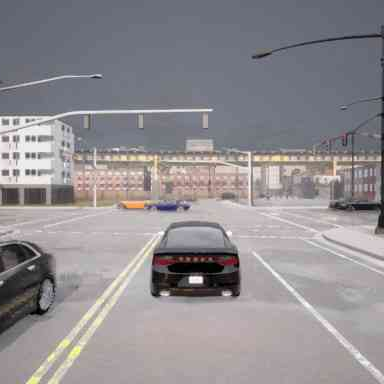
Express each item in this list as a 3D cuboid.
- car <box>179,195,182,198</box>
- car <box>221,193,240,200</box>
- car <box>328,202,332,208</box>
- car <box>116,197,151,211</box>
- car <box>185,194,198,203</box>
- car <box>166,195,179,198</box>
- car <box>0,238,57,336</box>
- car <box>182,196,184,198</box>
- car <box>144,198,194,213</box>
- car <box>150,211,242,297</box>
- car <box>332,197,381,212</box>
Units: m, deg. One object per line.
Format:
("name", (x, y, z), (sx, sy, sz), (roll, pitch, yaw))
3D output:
("car", (-3.545, 1.478, 64.061), (1.882, 1.535, 5.008), (0, 0, 1))
("car", (10.709, 1.225, 91.883), (5.566, 2.045, 2.150), (0, 0, -29))
("car", (18.531, 1.347, 38.943), (4.902, 1.511, 2.128), (-1, 0, 1))
("car", (-6.750, 1.343, 40.001), (4.553, 1.767, 2.097), (0, -1, 3))
("car", (0.106, 1.352, 69.218), (2.097, 1.767, 4.553), (0, 0, 0))
("car", (-3.569, 1.505, 54.848), (1.837, 1.490, 4.892), (0, 0, 0))
("car", (-3.585, 1.505, 4.732), (1.837, 1.490, 4.892), (0, 0, 0))
("car", (-3.478, 1.355, 74.114), (2.097, 1.767, 4.553), (0, 0, 2))
("car", (-2.482, 1.571, 36.261), (4.718, 1.301, 1.895), (0, 0, 4))
("car", (0.082, 1.478, 8.636), (1.882, 1.535, 5.008), (0, 0, 0))
("car", (17.720, 1.426, 35.457), (4.181, 1.385, 1.994), (-1, 0, 1))
